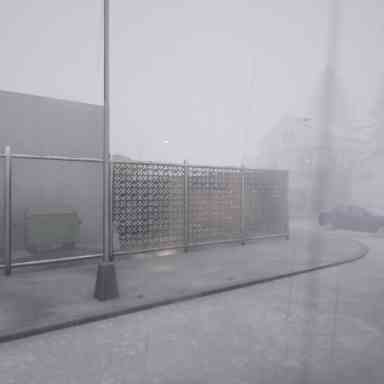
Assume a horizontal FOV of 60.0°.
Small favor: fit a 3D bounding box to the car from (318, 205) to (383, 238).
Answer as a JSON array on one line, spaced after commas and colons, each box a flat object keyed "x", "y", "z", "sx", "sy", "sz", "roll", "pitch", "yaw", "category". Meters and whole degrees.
[{"x": 9.238, "y": 1.477, "z": 17.908, "sx": 1.882, "sy": 1.535, "sz": 5.008, "roll": 0, "pitch": 0, "yaw": -31, "category": "car"}]
